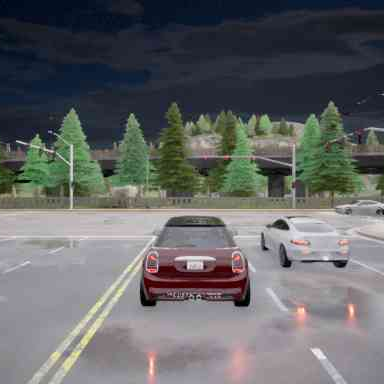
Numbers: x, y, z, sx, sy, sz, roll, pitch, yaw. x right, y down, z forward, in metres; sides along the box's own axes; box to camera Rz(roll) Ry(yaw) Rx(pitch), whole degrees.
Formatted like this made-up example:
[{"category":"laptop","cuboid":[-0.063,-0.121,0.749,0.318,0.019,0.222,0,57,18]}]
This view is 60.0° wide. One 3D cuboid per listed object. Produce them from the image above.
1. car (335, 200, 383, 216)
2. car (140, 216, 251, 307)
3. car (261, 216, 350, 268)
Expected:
[{"category":"car","cuboid":[15.820,1.470,31.064,4.674,1.442,1.812,0,0,1]},{"category":"car","cuboid":[0.077,1.352,8.157,2.097,1.767,4.553,0,0,1]},{"category":"car","cuboid":[3.594,1.526,11.205,1.812,1.442,4.674,0,0,0]}]
